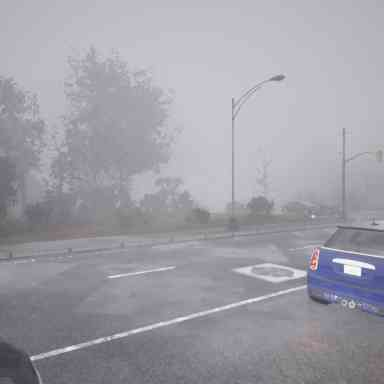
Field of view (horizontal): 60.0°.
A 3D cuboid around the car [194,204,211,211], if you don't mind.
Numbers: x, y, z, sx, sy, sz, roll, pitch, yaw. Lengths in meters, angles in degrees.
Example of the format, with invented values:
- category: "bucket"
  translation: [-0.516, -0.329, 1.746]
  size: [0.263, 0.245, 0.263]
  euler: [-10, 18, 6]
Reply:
- category: "car"
  translation: [1.444, 2.835, 58.700]
  size: [2.128, 1.511, 4.902]
  euler: [0, -3, -32]

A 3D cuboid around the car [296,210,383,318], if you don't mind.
- category: "car"
  translation: [4.481, 1.361, 6.900]
  size: [4.553, 1.767, 2.097]
  euler: [0, 0, -35]

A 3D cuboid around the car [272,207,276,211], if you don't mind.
- category: "car"
  translation: [9.156, 2.148, 46.369]
  size: [2.033, 1.411, 5.357]
  euler: [0, -3, -32]

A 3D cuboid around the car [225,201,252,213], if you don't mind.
- category: "car"
  translation: [6.399, 1.925, 44.180]
  size: [2.097, 1.767, 4.553]
  euler: [0, -3, -32]

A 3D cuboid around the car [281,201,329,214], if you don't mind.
- category: "car"
  translation: [11.723, 1.724, 35.741]
  size: [1.837, 1.490, 4.892]
  euler: [0, -1, -29]

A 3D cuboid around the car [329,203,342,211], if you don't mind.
- category: "car"
  translation: [14.619, 1.722, 37.644]
  size: [2.128, 1.511, 4.902]
  euler: [0, -2, -33]

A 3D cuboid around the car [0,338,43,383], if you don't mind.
- category: "car"
  translation: [-3.265, 1.492, 1.417]
  size: [4.902, 1.511, 2.128]
  euler: [0, 0, -36]
